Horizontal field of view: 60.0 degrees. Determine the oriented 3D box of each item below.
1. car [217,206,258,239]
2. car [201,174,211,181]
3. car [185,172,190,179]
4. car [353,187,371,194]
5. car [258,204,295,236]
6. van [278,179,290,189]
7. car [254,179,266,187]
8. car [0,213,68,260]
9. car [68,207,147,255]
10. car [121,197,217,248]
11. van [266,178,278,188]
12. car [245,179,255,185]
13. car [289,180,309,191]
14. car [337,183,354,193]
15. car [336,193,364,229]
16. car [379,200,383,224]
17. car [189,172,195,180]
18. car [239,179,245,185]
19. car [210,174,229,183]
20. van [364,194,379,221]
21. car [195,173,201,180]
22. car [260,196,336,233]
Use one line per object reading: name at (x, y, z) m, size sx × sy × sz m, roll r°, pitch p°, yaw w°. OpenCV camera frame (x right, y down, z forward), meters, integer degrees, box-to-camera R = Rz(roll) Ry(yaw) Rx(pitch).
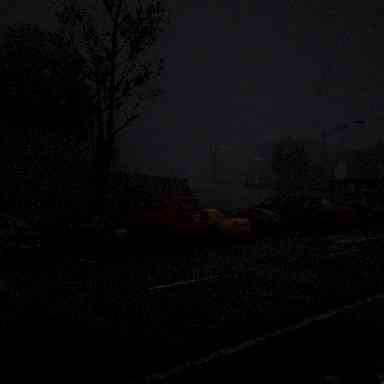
car at (0.336, 1.503, 16.913) m, size 5.366 × 1.575 × 1.946 m, roll -1°, pitch -1°, yaw 35°
car at (5.551, -3.698, 85.867) m, size 2.435 × 2.045 × 5.566 m, roll 7°, pitch 4°, yaw 34°
car at (0.290, -4.362, 93.176) m, size 2.435 × 2.045 × 5.566 m, roll 1°, pitch -1°, yaw 35°
car at (27.895, 0.137, 53.787) m, size 2.002 × 1.452 × 4.674 m, roll 7°, pitch 3°, yaw 35°
car at (2.950, 1.549, 18.528) m, size 4.674 × 1.452 × 2.002 m, roll -1°, pitch -1°, yaw 35°
van at (19.292, -1.490, 66.048) m, size 1.878 × 1.987 × 4.442 m, roll 7°, pitch 4°, yaw 35°
car at (16.013, -1.812, 71.266) m, size 1.946 × 1.575 × 5.366 m, roll 7°, pitch 3°, yaw 35°
car at (-6.874, 1.493, 11.628) m, size 4.892 × 1.521 × 2.231 m, roll -1°, pitch -1°, yaw 35°
car at (-4.446, 1.524, 13.363) m, size 4.792 × 1.488 × 2.163 m, roll -1°, pitch -1°, yaw 35°
car at (-1.993, 1.248, 15.096) m, size 5.566 × 2.045 × 2.435 m, roll -1°, pitch -1°, yaw 35°
van at (17.574, -1.764, 68.527) m, size 1.878 × 1.987 × 4.442 m, roll 7°, pitch 4°, yaw 35°
car at (14.192, -2.043, 73.595) m, size 2.002 × 1.452 × 4.674 m, roll 7°, pitch 4°, yaw 35°
car at (21.040, -0.992, 63.677) m, size 2.231 × 1.521 × 4.892 m, roll 7°, pitch 3°, yaw 35°
car at (26.216, -0.426, 56.267) m, size 2.435 × 2.045 × 5.566 m, roll 7°, pitch 3°, yaw 35°
car at (7.907, 1.267, 21.967) m, size 5.566 × 2.045 × 2.435 m, roll -1°, pitch -1°, yaw 35°
car at (12.870, 1.403, 25.364) m, size 4.553 × 1.767 × 2.185 m, roll -1°, pitch -1°, yaw 36°
car at (2.051, -4.085, 90.820) m, size 2.185 × 1.767 × 4.553 m, roll 4°, pitch 1°, yaw 34°
car at (12.462, -2.317, 76.065) m, size 2.002 × 1.452 × 4.674 m, roll 7°, pitch 3°, yaw 35°
car at (7.392, -3.176, 83.599) m, size 1.946 × 1.575 × 5.366 m, roll 7°, pitch 3°, yaw 34°
van at (10.453, 1.297, 23.625) m, size 4.442 × 1.987 × 1.878 m, roll -1°, pitch -1°, yaw 35°
car at (3.769, -3.850, 88.342) m, size 2.185 × 1.767 × 4.553 m, roll 6°, pitch 3°, yaw 34°
car at (5.385, 1.263, 20.274) m, size 5.566 × 2.045 × 2.435 m, roll -1°, pitch -1°, yaw 35°
